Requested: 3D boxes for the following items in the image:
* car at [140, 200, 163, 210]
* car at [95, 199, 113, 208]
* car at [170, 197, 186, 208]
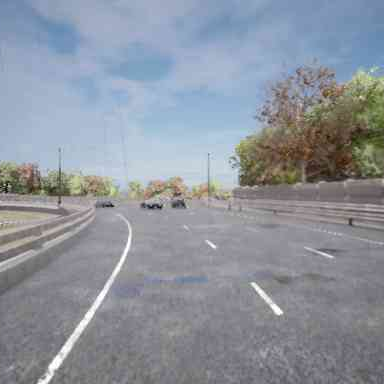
[{"bbox_3d":[-5.392,1.664,43.220,1.895,1.301,4.718,-1,0,-24],"label":"car"},{"bbox_3d":[-13.885,1.726,52.247,1.994,1.385,4.181,-1,0,-29],"label":"car"},{"bbox_3d":[-2.065,1.530,49.287,1.837,1.490,4.892,-1,0,-9],"label":"car"}]
